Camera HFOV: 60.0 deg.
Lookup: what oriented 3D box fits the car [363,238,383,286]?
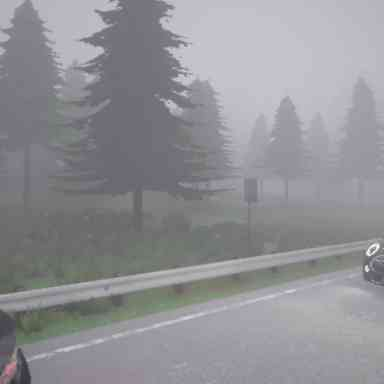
[{"bbox_3d":[6.283,1.375,8.292,4.553,1.767,2.097,0,0,-34],"label":"car"}]

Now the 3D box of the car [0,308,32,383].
[{"bbox_3d":[-3.425,1.485,1.490,4.902,1.511,2.128,0,0,-35],"label":"car"}]
